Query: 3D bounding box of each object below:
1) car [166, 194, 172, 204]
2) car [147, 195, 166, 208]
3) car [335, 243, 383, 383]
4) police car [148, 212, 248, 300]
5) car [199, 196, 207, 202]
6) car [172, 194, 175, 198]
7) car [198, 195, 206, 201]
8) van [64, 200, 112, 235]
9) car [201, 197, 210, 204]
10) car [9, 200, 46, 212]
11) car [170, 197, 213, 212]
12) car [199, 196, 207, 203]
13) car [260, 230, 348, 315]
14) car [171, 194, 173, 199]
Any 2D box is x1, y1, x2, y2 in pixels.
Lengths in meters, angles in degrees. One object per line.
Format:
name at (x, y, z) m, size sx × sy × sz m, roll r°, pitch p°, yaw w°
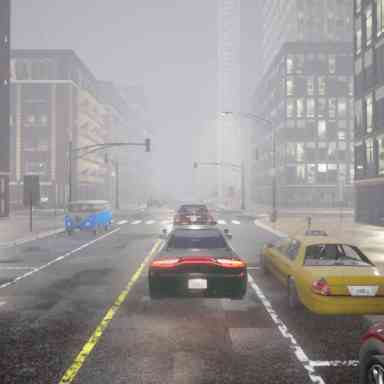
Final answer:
car at (-5.687, 1.720, 67.846) m, size 1.947 × 1.339 × 4.313 m, roll 0°, pitch 0°, yaw 0°
car at (-5.684, 1.408, 50.859) m, size 2.192 × 1.841 × 5.009 m, roll 0°, pitch 0°, yaw 0°
car at (2.706, 1.441, 1.883) m, size 1.967 × 1.590 × 4.097 m, roll 1°, pitch 0°, yaw 0°
police car at (0.102, 1.509, 8.506) m, size 2.038 × 1.542 × 4.974 m, roll 0°, pitch 0°, yaw 0°
car at (2.692, 1.801, 84.835) m, size 1.947 × 1.339 × 4.313 m, roll 0°, pitch 0°, yaw 0°
car at (-5.687, 1.647, 79.172) m, size 1.967 × 1.590 × 4.097 m, roll 0°, pitch 0°, yaw 0°
car at (2.692, 1.705, 90.499) m, size 1.967 × 1.590 × 4.097 m, roll 0°, pitch 0°, yaw 0°
van at (-5.660, 1.358, 18.453) m, size 1.690 × 1.788 × 3.998 m, roll 1°, pitch 0°, yaw 0°
car at (2.693, 1.680, 68.017) m, size 1.752 × 1.417 × 4.829 m, roll 0°, pitch 0°, yaw 0°
car at (-19.055, 1.538, 37.861) m, size 4.507 × 1.381 × 1.887 m, roll 0°, pitch -1°, yaw 0°
car at (0.085, 1.369, 18.616) m, size 2.097 × 1.767 × 4.553 m, roll 0°, pitch 0°, yaw 0°
car at (2.692, 1.733, 79.342) m, size 1.752 × 1.417 × 4.829 m, roll 0°, pitch 0°, yaw 0°
car at (2.707, 1.529, 7.577) m, size 1.752 × 1.417 × 4.829 m, roll 1°, pitch 0°, yaw 0°
car at (-5.688, 1.761, 73.508) m, size 1.802 × 1.307 × 4.206 m, roll 0°, pitch 0°, yaw 0°
